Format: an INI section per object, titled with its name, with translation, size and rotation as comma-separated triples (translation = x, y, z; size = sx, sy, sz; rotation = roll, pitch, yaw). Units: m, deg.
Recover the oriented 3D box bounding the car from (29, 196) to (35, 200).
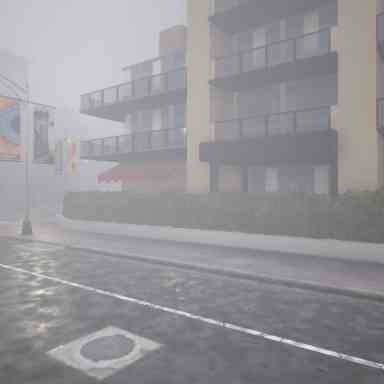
[car]
translation = -36.054, 1.481, 72.144
size = 4.892, 1.521, 2.231
rotation = 0, 0, 36
